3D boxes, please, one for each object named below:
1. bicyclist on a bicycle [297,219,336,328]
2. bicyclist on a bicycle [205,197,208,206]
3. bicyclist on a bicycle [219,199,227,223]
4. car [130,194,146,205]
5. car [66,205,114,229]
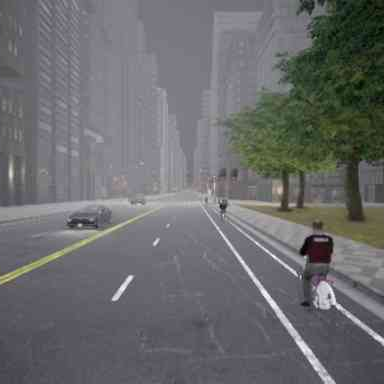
[{"bbox_3d":[2.238,1.380,6.140,0.659,1.776,1.843,0,0,0],"label":"bicyclist on a bicycle"},{"bbox_3d":[2.272,1.577,52.104,0.582,1.620,1.656,0,-1,0],"label":"bicyclist on a bicycle"},{"bbox_3d":[2.277,1.410,24.505,0.659,1.776,1.843,0,0,0],"label":"bicyclist on a bicycle"},{"bbox_3d":[-9.751,1.385,60.836,2.150,2.045,5.566,0,-1,0],"label":"car"},{"bbox_3d":[-6.599,1.582,22.240,2.033,1.411,5.357,0,0,0],"label":"car"}]
